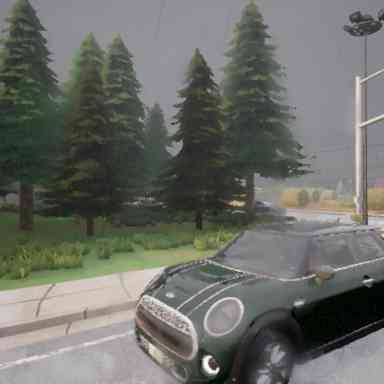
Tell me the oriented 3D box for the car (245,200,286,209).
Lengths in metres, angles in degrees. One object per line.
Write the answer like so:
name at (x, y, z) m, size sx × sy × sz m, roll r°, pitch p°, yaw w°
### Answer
car at (7.105, 1.552, 32.697) m, size 1.812 × 1.442 × 4.674 m, roll 0°, pitch 0°, yaw -35°

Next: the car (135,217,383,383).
car at (1.441, 1.297, 5.144) m, size 4.553 × 1.767 × 2.097 m, roll 1°, pitch 0°, yaw -34°
